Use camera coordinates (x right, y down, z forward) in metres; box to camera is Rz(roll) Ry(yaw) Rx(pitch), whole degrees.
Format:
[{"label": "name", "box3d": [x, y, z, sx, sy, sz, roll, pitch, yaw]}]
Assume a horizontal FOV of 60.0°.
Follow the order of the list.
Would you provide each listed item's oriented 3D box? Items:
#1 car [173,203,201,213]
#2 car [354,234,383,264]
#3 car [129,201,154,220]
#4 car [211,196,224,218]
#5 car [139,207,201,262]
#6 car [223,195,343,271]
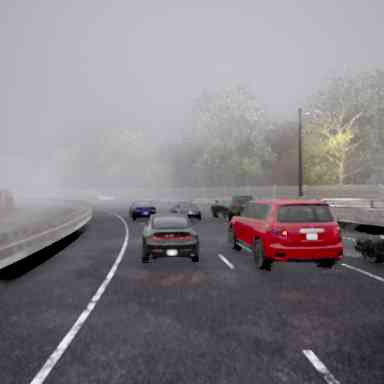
[{"label": "car", "box3d": [-0.627, 1.597, 28.405, 1.994, 1.385, 4.181, 0, 0, -16]}, {"label": "car", "box3d": [6.561, 1.530, 8.757, 2.033, 1.411, 5.357, 0, 0, -5]}, {"label": "car", "box3d": [-4.304, 1.527, 28.625, 1.882, 1.535, 5.008, 0, 0, -16]}, {"label": "car", "box3d": [3.320, 1.239, 27.344, 2.150, 2.045, 5.566, 0, 0, -15]}, {"label": "car", "box3d": [-0.858, 1.523, 12.200, 1.837, 1.490, 4.892, 0, 0, -7]}, {"label": "car", "box3d": [2.787, 1.224, 11.198, 2.150, 2.045, 5.566, 0, 0, -6]}]
